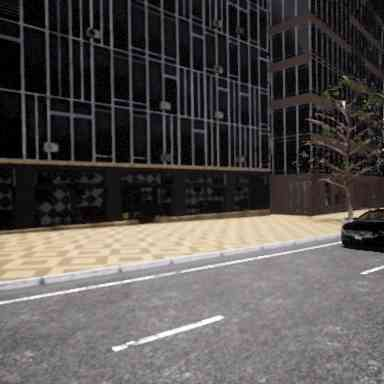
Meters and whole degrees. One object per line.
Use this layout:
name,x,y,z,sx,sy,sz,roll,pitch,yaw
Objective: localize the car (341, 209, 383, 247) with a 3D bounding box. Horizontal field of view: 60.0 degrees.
car,8.302,1.489,14.383,5.008,1.535,1.882,0,0,-40
